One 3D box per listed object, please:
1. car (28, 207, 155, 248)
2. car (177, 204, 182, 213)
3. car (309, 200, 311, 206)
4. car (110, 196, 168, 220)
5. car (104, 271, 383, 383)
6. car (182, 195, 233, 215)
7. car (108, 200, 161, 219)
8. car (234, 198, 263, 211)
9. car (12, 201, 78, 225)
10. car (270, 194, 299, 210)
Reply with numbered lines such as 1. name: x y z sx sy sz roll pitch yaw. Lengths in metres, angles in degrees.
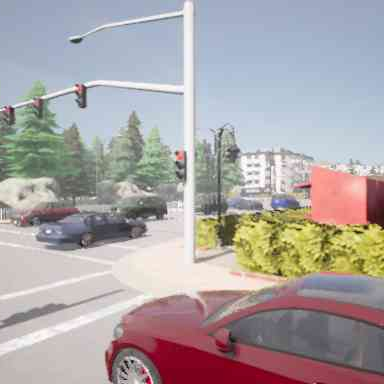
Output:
1. car: -4.397 1.643 15.538 2.033 1.411 5.357 0 0 33
2. car: 0.292 1.601 39.230 1.882 1.535 5.008 0 0 36
3. car: 21.287 1.580 55.945 1.882 1.535 5.008 0 0 36
4. car: -4.302 1.334 26.933 2.150 2.045 5.566 0 0 36
5. car: 1.214 1.528 3.132 4.674 1.442 1.812 0 0 35
6. car: 1.779 1.334 35.320 2.150 2.045 5.566 0 0 36
7. car: -5.325 1.601 31.479 1.882 1.535 5.008 0 0 36
8. car: 7.629 1.677 43.372 1.994 1.385 4.181 0 0 36
9. car: -10.561 1.475 24.253 2.097 1.767 4.553 0 0 36
10. car: 12.092 1.320 43.235 2.150 2.045 5.566 0 -1 36
